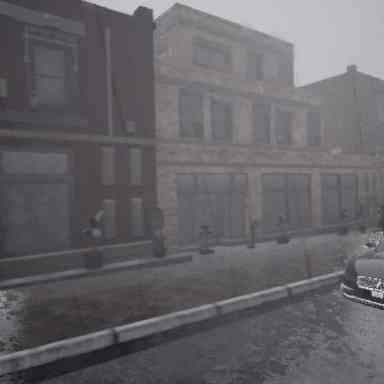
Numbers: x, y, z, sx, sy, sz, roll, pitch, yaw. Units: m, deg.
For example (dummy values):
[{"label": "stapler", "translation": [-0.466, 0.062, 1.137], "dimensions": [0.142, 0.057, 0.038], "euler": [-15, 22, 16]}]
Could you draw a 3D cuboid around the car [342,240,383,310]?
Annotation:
[{"label": "car", "translation": [5.144, 1.494, 7.070], "dimensions": [4.892, 1.490, 1.837], "euler": [0, 0, -35]}]
